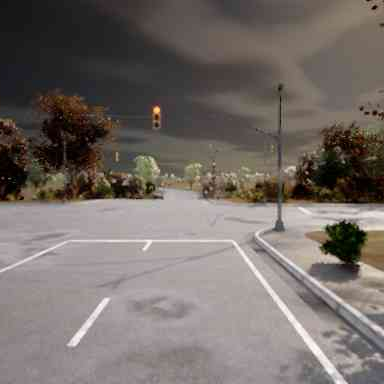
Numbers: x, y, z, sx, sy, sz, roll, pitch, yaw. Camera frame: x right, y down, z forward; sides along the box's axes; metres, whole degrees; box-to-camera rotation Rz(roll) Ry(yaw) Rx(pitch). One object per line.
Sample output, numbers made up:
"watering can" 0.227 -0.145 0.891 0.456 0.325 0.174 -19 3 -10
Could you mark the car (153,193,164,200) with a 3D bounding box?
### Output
"car" -6.999 0.977 69.480 1.882 1.535 5.008 0 -1 0
